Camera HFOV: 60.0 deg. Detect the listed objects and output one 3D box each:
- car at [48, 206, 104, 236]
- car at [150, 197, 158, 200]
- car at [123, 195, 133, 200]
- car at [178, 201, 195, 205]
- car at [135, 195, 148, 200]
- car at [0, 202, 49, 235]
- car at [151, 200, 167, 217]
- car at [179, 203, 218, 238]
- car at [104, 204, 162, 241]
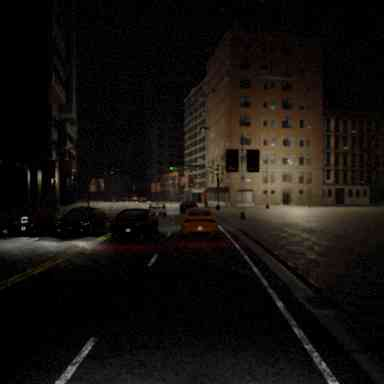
[{"bbox_3d":[-6.334,1.594,19.535,1.882,1.535,5.008,0,0,-1],"label":"car"},{"bbox_3d":[-9.716,1.959,86.234,1.812,1.442,4.674,0,0,-17],"label":"car"},{"bbox_3d":[-18.690,1.951,93.136,2.033,1.411,5.357,0,0,-18],"label":"car"},{"bbox_3d":[-0.400,1.709,35.752,1.882,1.535,5.008,0,0,-4],"label":"car"},{"bbox_3d":[-12.733,2.007,84.980,1.895,1.301,4.718,0,0,-16],"label":"car"},{"bbox_3d":[-9.583,1.460,19.264,2.097,1.767,4.553,0,0,-1],"label":"car"},{"bbox_3d":[-3.503,1.815,33.778,1.895,1.301,4.718,0,0,-4],"label":"car"},{"bbox_3d":[0.366,1.599,18.489,1.882,1.535,5.008,0,0,-1],"label":"car"},{"bbox_3d":[-2.864,1.586,17.377,1.882,1.535,5.008,0,-1,0],"label":"car"}]
